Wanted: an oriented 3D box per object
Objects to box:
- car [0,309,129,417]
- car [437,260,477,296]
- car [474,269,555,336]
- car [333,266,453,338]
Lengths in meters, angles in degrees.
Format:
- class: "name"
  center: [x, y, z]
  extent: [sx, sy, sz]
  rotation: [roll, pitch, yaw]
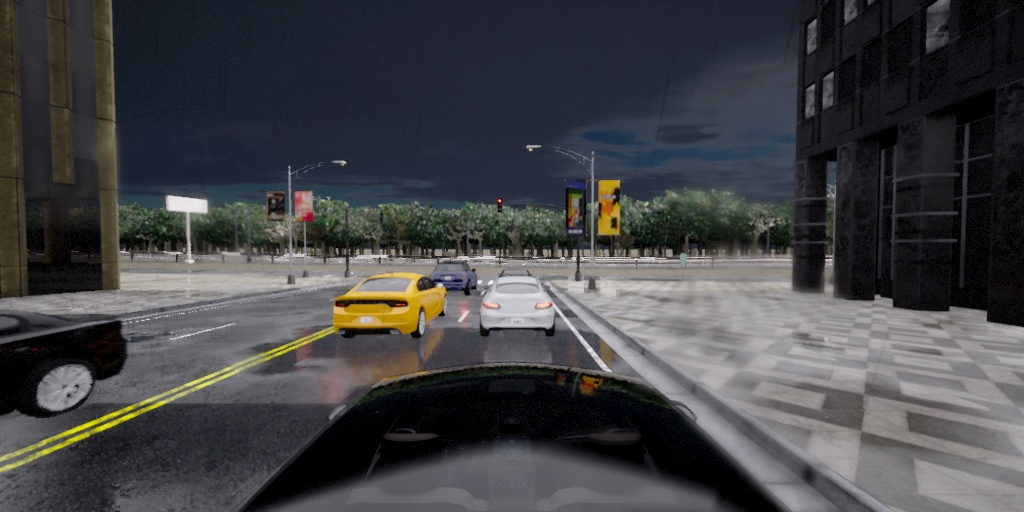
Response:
- class: "car"
  center: [-6.575, 1.225, 3.093]
  extent: [1.882, 1.535, 5.008]
  rotation: [0, 0, 0]
- class: "car"
  center: [-3.072, 1.069, 19.339]
  extent: [2.097, 1.767, 4.553]
  rotation: [0, 0, 0]
- class: "car"
  center: [0.138, 1.260, 10.166]
  extent: [1.812, 1.442, 4.674]
  rotation: [0, 0, 0]
- class: "car"
  center: [-3.114, 1.212, 10.157]
  extent: [1.882, 1.535, 5.008]
  rotation: [0, 0, 0]
